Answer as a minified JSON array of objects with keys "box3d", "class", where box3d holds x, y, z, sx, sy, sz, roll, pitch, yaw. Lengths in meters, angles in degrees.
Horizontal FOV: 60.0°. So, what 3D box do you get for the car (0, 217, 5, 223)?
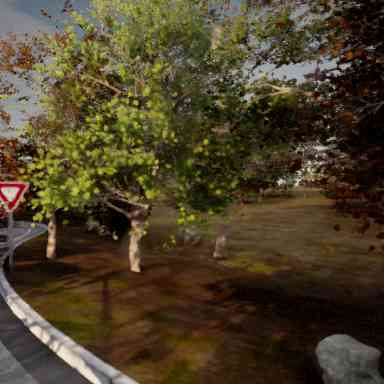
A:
[{"box3d":[-16.940,2.061,26.849,5.357,1.411,2.033,-2,-1,40],"class":"car"}]
